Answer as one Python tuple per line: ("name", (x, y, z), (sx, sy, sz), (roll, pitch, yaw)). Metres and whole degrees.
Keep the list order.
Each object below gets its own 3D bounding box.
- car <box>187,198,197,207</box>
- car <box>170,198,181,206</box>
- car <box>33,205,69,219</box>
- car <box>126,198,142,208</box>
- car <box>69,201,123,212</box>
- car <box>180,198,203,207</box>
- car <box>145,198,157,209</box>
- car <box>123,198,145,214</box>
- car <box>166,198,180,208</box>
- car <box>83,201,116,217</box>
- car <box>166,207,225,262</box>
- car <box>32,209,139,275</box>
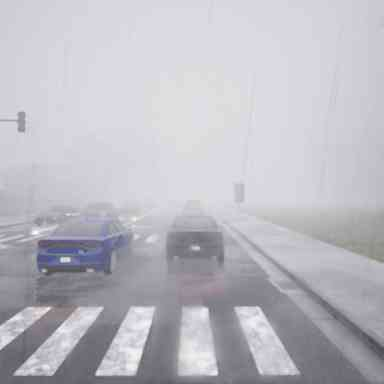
("car", (0.051, 1.877, 61.037), (1.812, 1.442, 4.674), (0, 0, 1))
("car", (-3.253, 1.941, 65.348), (1.994, 1.385, 4.181), (0, 0, 0))
("car", (-9.847, 1.698, 24.885), (2.033, 1.411, 5.357), (0, 0, 0))
("car", (-9.775, 1.834, 56.655), (1.837, 1.490, 4.892), (0, -1, 0))
("car", (-6.597, 1.495, 23.454), (2.097, 1.767, 4.553), (0, 0, 0))
("car", (0.100, 1.563, 35.678), (2.097, 1.767, 4.553), (0, 0, 0))
("car", (-6.562, 1.646, 50.594), (2.097, 1.767, 4.553), (0, 0, 0))
("car", (-6.592, 1.689, 35.772), (1.882, 1.535, 5.008), (0, 0, 0))
("car", (-3.253, 1.865, 54.927), (2.033, 1.411, 5.357), (0, 0, 0))
("car", (-9.842, 1.758, 35.792), (2.033, 1.411, 5.357), (0, 0, 0))
("car", (0.101, 1.557, 12.460), (1.882, 1.535, 5.008), (0, 0, 0))
("car", (-3.150, 1.546, 10.756), (1.882, 1.535, 5.008), (0, 0, 0))
